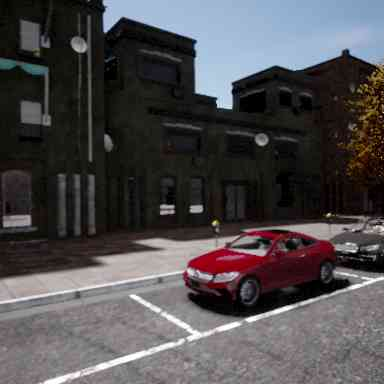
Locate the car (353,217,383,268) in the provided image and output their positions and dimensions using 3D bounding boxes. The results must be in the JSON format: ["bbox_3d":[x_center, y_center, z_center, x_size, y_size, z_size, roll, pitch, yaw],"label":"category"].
[{"bbox_3d":[6.290,1.531,11.051,4.403,1.369,2.008,0,0,-35],"label":"car"}]

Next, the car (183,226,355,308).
[{"bbox_3d":[1.774,1.572,7.828,4.206,1.307,1.802,0,0,-35],"label":"car"}]
